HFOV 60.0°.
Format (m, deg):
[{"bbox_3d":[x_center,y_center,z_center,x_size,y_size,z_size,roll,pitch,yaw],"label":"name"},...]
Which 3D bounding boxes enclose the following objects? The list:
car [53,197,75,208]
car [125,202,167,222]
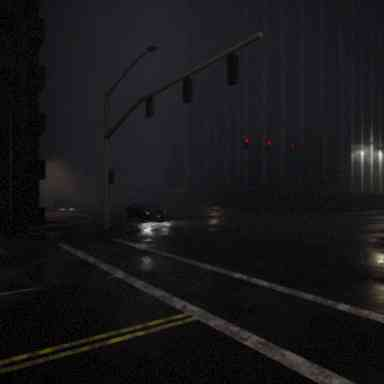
[{"bbox_3d":[-18.161,1.406,47.034,2.033,1.411,5.357,0,0,-35],"label":"car"},{"bbox_3d":[-3.780,1.513,26.296,1.812,1.442,4.674,0,0,-35],"label":"car"}]
